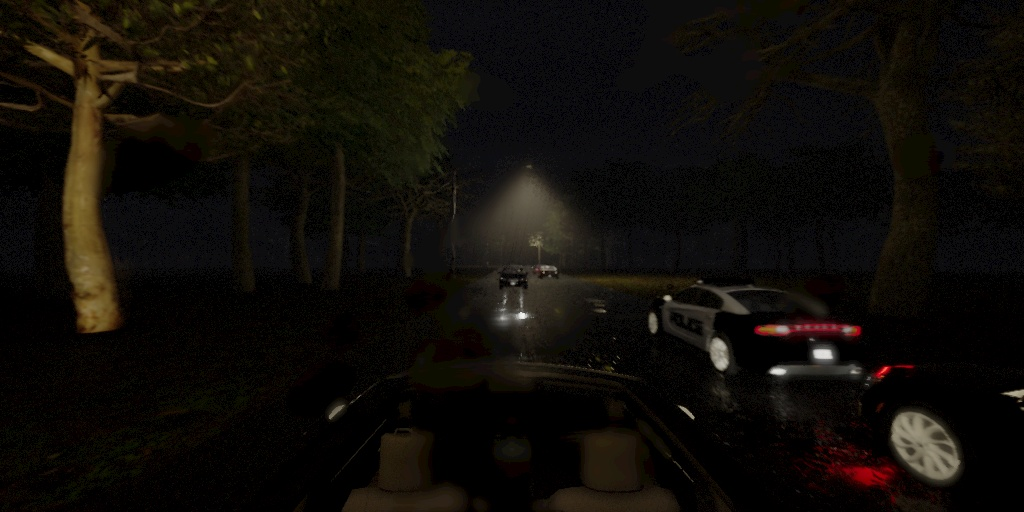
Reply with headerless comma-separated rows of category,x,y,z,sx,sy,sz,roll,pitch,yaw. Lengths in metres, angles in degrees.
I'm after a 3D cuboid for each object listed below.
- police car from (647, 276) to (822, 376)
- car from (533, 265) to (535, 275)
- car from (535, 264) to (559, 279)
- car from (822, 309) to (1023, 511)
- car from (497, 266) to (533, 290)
police car,4.563,1.260,7.822,1.930,1.638,5.238,0,0,0
car,3.700,1.736,47.449,2.033,1.411,5.357,0,-1,0
car,3.725,1.694,37.367,1.895,1.301,4.718,0,-1,0
car,4.534,1.290,1.712,1.837,1.490,4.892,0,0,0
car,0.089,1.438,24.478,2.128,1.511,4.902,0,-1,0
